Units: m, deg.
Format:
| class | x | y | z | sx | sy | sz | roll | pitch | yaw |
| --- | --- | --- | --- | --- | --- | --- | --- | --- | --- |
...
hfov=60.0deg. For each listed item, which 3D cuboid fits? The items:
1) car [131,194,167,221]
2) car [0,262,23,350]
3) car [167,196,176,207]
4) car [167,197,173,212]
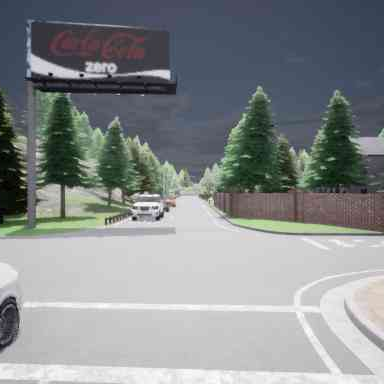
| class | x | y | z | sx | sy | sz | roll | pitch | yaw |
| --- | --- | --- | --- | --- | --- | --- | --- | --- | --- |
| car | -3.593 | 1.221 | 27.840 | 2.150 | 2.045 | 5.566 | 0 | 0 | 0 |
| car | -3.503 | 1.516 | 3.488 | 1.812 | 1.442 | 4.674 | 0 | 0 | -2 |
| car | -3.563 | 1.352 | 49.735 | 2.097 | 1.767 | 4.553 | 0 | 0 | 0 |
| car | -3.580 | 1.564 | 37.934 | 1.994 | 1.385 | 4.181 | 0 | 0 | 0 |
